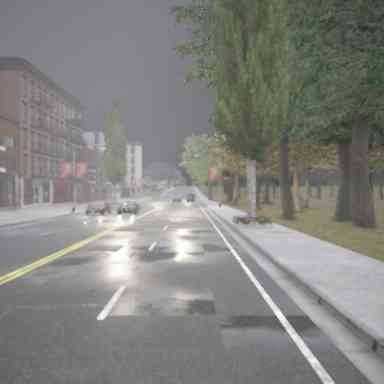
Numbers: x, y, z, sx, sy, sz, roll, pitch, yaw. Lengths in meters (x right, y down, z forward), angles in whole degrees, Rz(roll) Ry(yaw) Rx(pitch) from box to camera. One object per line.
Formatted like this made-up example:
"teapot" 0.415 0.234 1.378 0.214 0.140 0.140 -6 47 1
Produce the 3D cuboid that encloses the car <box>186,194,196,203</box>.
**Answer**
"car" -0.271 1.766 76.616 1.837 1.490 4.892 0 0 0

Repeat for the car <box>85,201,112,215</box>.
"car" -9.874 1.664 35.496 1.812 1.442 4.674 0 0 0

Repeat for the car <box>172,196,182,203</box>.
"car" -3.524 1.799 77.434 1.812 1.442 4.674 0 0 0

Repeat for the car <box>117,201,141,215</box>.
"car" -6.624 1.696 35.491 1.994 1.385 4.181 0 0 0

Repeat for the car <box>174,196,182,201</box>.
"car" -3.556 1.724 86.221 1.895 1.301 4.718 0 0 0
